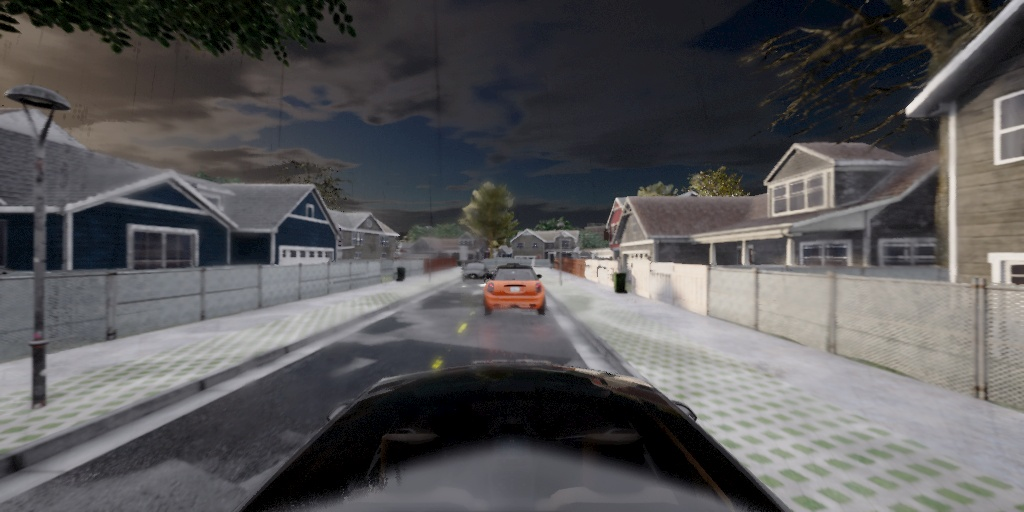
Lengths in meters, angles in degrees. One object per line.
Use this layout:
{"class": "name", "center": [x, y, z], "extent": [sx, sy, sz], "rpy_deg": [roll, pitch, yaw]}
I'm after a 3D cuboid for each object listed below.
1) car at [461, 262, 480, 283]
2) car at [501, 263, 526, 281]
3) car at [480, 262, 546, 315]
{"class": "car", "center": [-2.850, 1.267, 28.638], "extent": [1.837, 1.490, 4.892], "rpy_deg": [0, 0, 0]}
{"class": "car", "center": [0.097, 1.324, 31.242], "extent": [1.994, 1.385, 4.181], "rpy_deg": [0, 0, 0]}
{"class": "car", "center": [0.097, 1.107, 13.786], "extent": [2.097, 1.767, 4.553], "rpy_deg": [0, 0, 0]}
